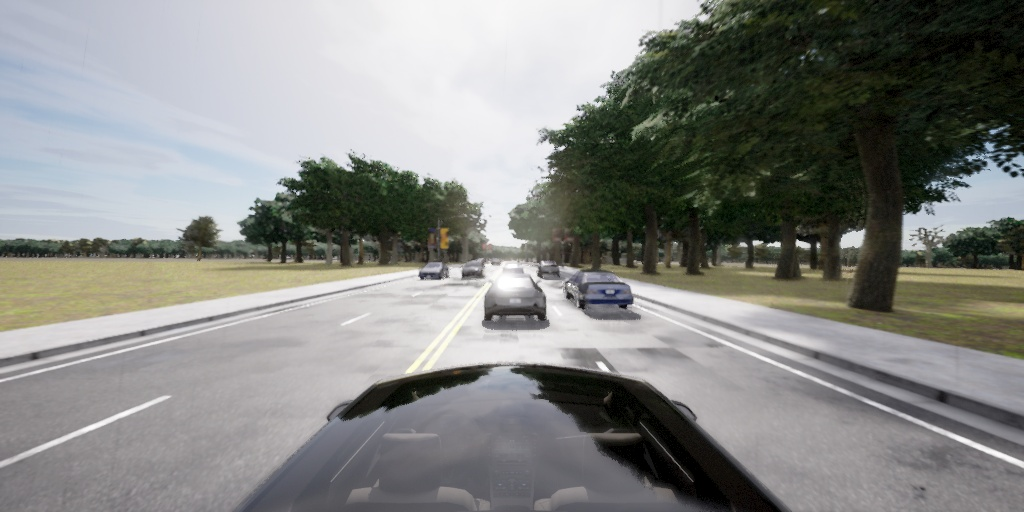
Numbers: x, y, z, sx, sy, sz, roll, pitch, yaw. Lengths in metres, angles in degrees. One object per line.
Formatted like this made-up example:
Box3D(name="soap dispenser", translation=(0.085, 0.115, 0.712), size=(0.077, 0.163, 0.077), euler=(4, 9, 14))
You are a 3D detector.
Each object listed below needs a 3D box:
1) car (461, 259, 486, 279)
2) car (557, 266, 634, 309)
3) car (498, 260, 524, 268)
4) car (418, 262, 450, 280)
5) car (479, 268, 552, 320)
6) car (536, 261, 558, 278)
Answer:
Box3D(name="car", translation=(-3.356, 1.211, 31.809), size=(1.837, 1.490, 4.892), euler=(0, 0, 0))
Box3D(name="car", translation=(3.344, 1.267, 14.734), size=(2.033, 1.411, 5.357), euler=(0, 0, 0))
Box3D(name="car", translation=(0.088, 1.253, 30.654), size=(2.033, 1.411, 5.357), euler=(0, 0, 0))
Box3D(name="car", translation=(-6.610, 1.253, 31.070), size=(2.033, 1.411, 5.357), euler=(0, 0, 0))
Box3D(name="car", translation=(0.096, 1.289, 12.541), size=(1.994, 1.385, 4.181), euler=(0, 0, 0))
Box3D(name="car", translation=(3.336, 1.199, 33.536), size=(2.128, 1.511, 4.902), euler=(0, 0, 0))
